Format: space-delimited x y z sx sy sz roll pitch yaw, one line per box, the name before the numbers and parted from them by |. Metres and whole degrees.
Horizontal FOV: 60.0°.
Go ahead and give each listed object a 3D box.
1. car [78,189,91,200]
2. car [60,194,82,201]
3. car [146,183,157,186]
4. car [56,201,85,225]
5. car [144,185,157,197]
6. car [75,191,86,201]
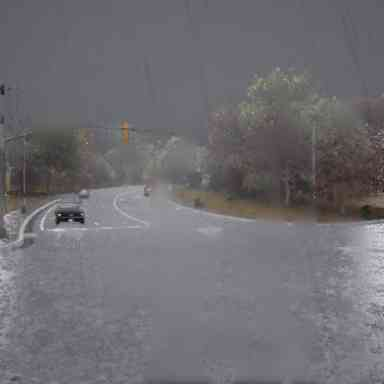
car | -17.329 0.298 52.911 1.882 1.535 5.008 0 3 -10
car | -12.314 1.272 33.128 2.128 1.511 4.902 0 2 -19
car | -8.490 -0.786 68.968 2.150 2.045 5.566 0 3 -1
car | -8.952 1.581 24.337 1.895 1.301 4.718 0 1 -23
car | -7.409 0.122 58.865 1.837 1.490 4.892 0 4 -7
car | -15.165 0.955 42.704 1.994 1.385 4.181 0 3 -14
